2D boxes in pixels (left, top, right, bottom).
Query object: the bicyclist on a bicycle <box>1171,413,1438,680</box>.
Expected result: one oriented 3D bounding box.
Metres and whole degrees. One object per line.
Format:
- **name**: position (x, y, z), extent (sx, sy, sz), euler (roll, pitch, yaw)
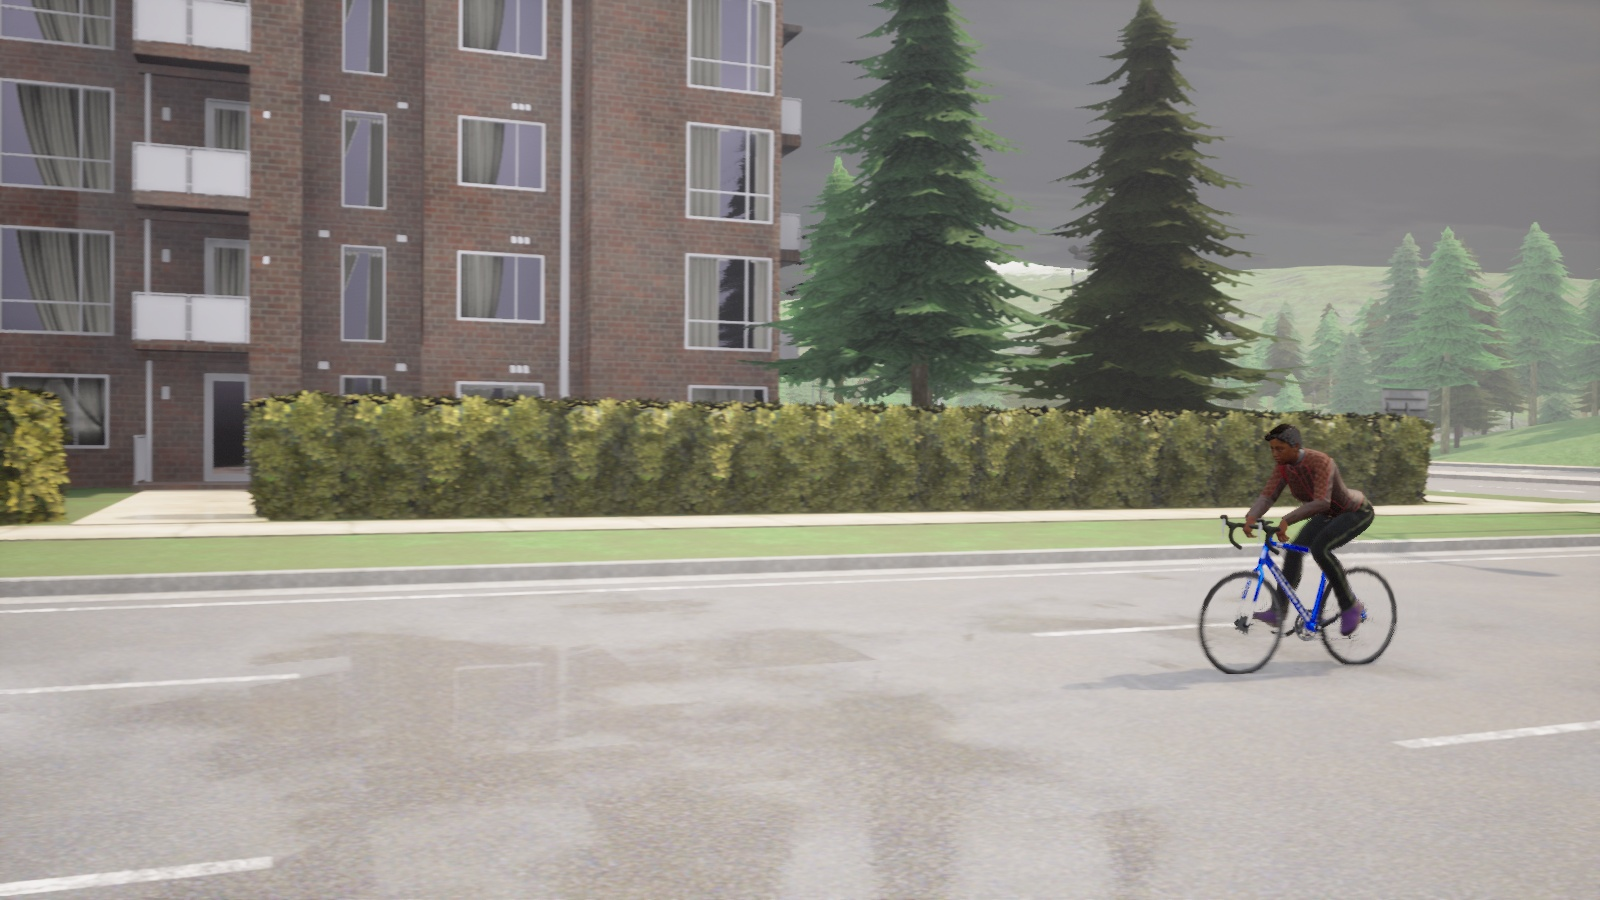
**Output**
- **bicyclist on a bicycle**: position (3.316, 0.581, 8.241), extent (1.656, 1.620, 0.582), euler (-1, 1, -21)
